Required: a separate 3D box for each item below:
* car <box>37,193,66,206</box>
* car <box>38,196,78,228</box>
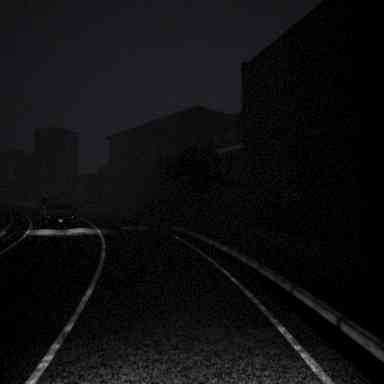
[{"bbox_3d":[-15.658,0.845,37.353,2.097,1.767,4.553,3,-1,-44],"label":"car"},{"bbox_3d":[-8.343,1.298,20.716,1.837,1.490,4.892,2,0,-26],"label":"car"}]
